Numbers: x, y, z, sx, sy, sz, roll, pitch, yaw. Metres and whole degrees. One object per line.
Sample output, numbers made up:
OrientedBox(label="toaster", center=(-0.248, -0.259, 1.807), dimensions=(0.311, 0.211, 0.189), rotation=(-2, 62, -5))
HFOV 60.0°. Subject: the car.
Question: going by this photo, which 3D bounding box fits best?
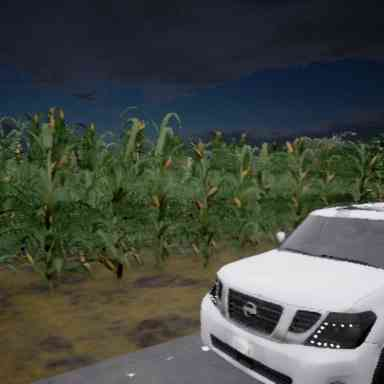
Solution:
OrientedBox(label="car", center=(2.774, 1.215, 5.034), dimensions=(5.566, 2.045, 2.150), rotation=(0, 0, -35))
